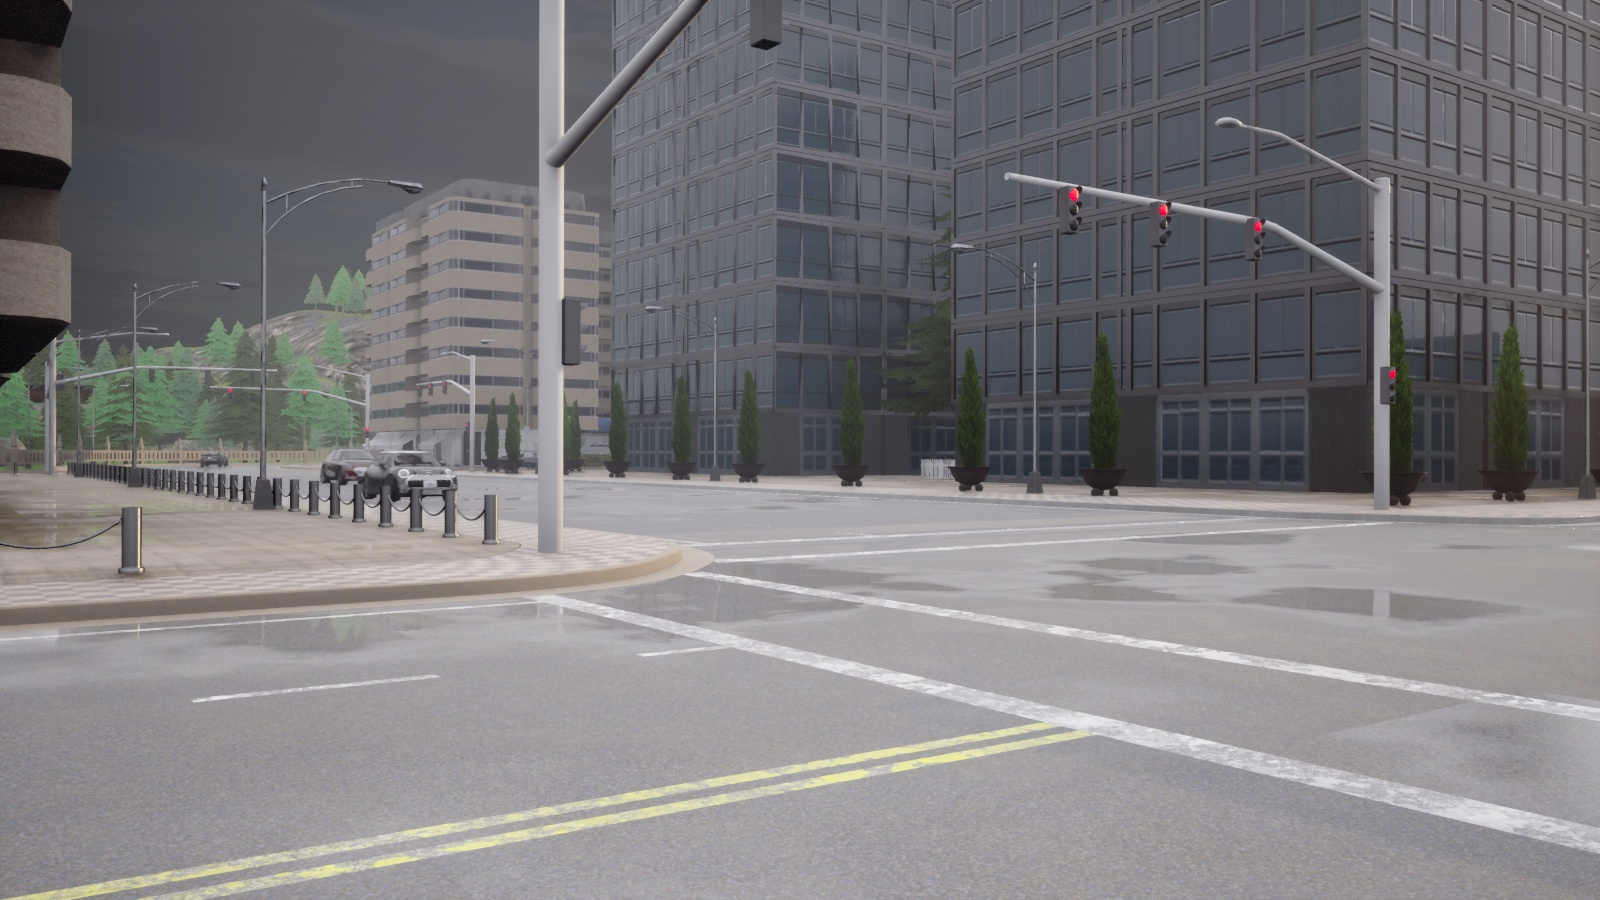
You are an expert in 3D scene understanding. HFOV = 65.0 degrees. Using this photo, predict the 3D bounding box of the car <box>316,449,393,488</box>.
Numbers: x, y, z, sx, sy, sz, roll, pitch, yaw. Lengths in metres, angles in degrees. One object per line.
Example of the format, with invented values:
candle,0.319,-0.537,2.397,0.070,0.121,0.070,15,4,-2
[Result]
car,-19.736,0.797,55.484,2.033,1.649,4.856,0,0,-34

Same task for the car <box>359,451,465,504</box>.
car,-11.552,0.770,37.282,1.970,1.475,3.806,0,0,-34
